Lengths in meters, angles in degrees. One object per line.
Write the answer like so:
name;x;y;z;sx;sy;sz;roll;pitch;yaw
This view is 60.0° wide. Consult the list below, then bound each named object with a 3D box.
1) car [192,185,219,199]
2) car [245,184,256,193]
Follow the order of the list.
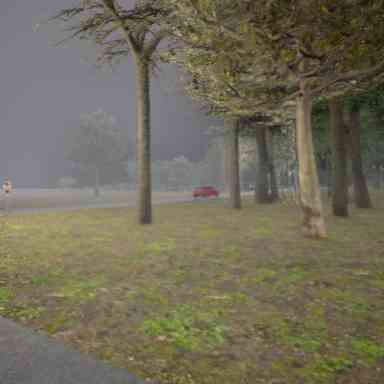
car;2.230;-0.010;53.020;2.150;2.045;5.566;-3;0;34
car;15.578;-0.987;84.911;2.150;2.045;5.566;-3;1;34
